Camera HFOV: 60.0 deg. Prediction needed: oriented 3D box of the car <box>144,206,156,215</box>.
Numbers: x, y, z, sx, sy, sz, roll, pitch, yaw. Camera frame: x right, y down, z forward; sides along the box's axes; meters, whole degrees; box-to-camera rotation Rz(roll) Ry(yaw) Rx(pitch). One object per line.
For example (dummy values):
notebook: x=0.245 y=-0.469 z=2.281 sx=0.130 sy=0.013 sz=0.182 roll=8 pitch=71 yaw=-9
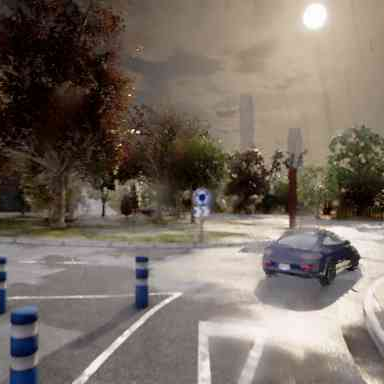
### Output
car: x=-11.132 y=4.854 z=87.554 sx=2.150 sy=2.045 sz=5.566 roll=0 pitch=-5 yaw=-18

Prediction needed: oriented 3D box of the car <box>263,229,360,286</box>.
car: x=3.869 y=1.899 z=10.609 sx=1.812 sy=1.442 sz=4.674 roll=0 pitch=-2 yaw=38

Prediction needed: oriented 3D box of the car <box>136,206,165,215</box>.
car: x=-8.255 y=3.581 z=64.051 sx=5.008 sy=1.535 sz=1.882 roll=0 pitch=-1 yaw=1

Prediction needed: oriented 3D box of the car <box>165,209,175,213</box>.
car: x=-7.060 y=5.460 z=92.966 sx=4.892 sy=1.521 sz=2.231 roll=0 pitch=-5 yaw=-18
